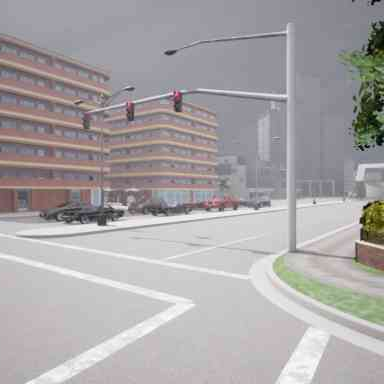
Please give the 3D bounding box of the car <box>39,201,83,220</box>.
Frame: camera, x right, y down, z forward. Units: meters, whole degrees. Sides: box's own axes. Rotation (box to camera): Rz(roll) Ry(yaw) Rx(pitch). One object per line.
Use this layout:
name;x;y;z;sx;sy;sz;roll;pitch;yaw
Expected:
car;-9.948;1.505;27.224;1.837;1.490;4.892;0;0;36

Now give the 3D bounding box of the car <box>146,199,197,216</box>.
car;-1.933;1.599;32.285;1.895;1.301;4.718;0;0;36

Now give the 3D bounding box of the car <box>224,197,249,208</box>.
car;6.765;1.526;50.110;1.812;1.442;4.674;0;0;36

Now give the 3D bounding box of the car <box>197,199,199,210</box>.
car;0.711;1.601;41.851;1.895;1.301;4.718;0;0;36

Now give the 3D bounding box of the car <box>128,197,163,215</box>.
car;-4.544;1.352;34.635;2.097;1.767;4.553;0;0;35

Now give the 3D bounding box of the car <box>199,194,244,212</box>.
car;3.644;1.221;39.929;2.150;2.045;5.566;0;0;36

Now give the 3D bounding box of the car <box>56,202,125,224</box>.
car;-7.346;1.601;24.889;1.895;1.301;4.718;0;0;33

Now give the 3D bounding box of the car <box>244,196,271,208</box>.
car;9.698;1.352;48.193;2.097;1.767;4.553;0;0;36
